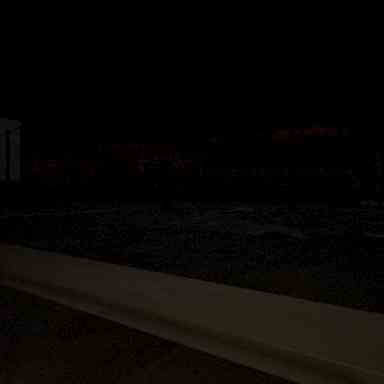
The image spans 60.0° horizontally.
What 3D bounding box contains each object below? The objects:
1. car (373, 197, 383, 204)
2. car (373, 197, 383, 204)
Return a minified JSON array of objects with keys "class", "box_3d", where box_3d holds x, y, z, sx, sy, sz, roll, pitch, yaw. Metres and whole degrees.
[{"class":"car","box_3d":[37.524,1.576,65.385,1.853,1.218,4.536,1,1,6]},{"class":"car","box_3d":[37.516,1.734,65.335,2.038,1.542,4.974,1,1,6]}]
